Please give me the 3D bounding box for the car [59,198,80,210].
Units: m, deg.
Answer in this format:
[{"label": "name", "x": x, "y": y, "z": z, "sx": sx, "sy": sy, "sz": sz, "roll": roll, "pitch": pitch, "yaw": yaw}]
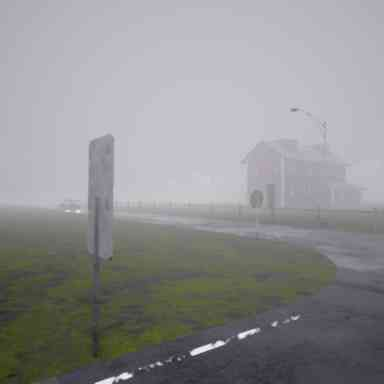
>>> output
[{"label": "car", "x": -18.477, "y": 1.763, "z": 50.093, "sx": 2.097, "sy": 1.767, "sz": 4.553, "roll": 1, "pitch": -1, "yaw": -36}]
